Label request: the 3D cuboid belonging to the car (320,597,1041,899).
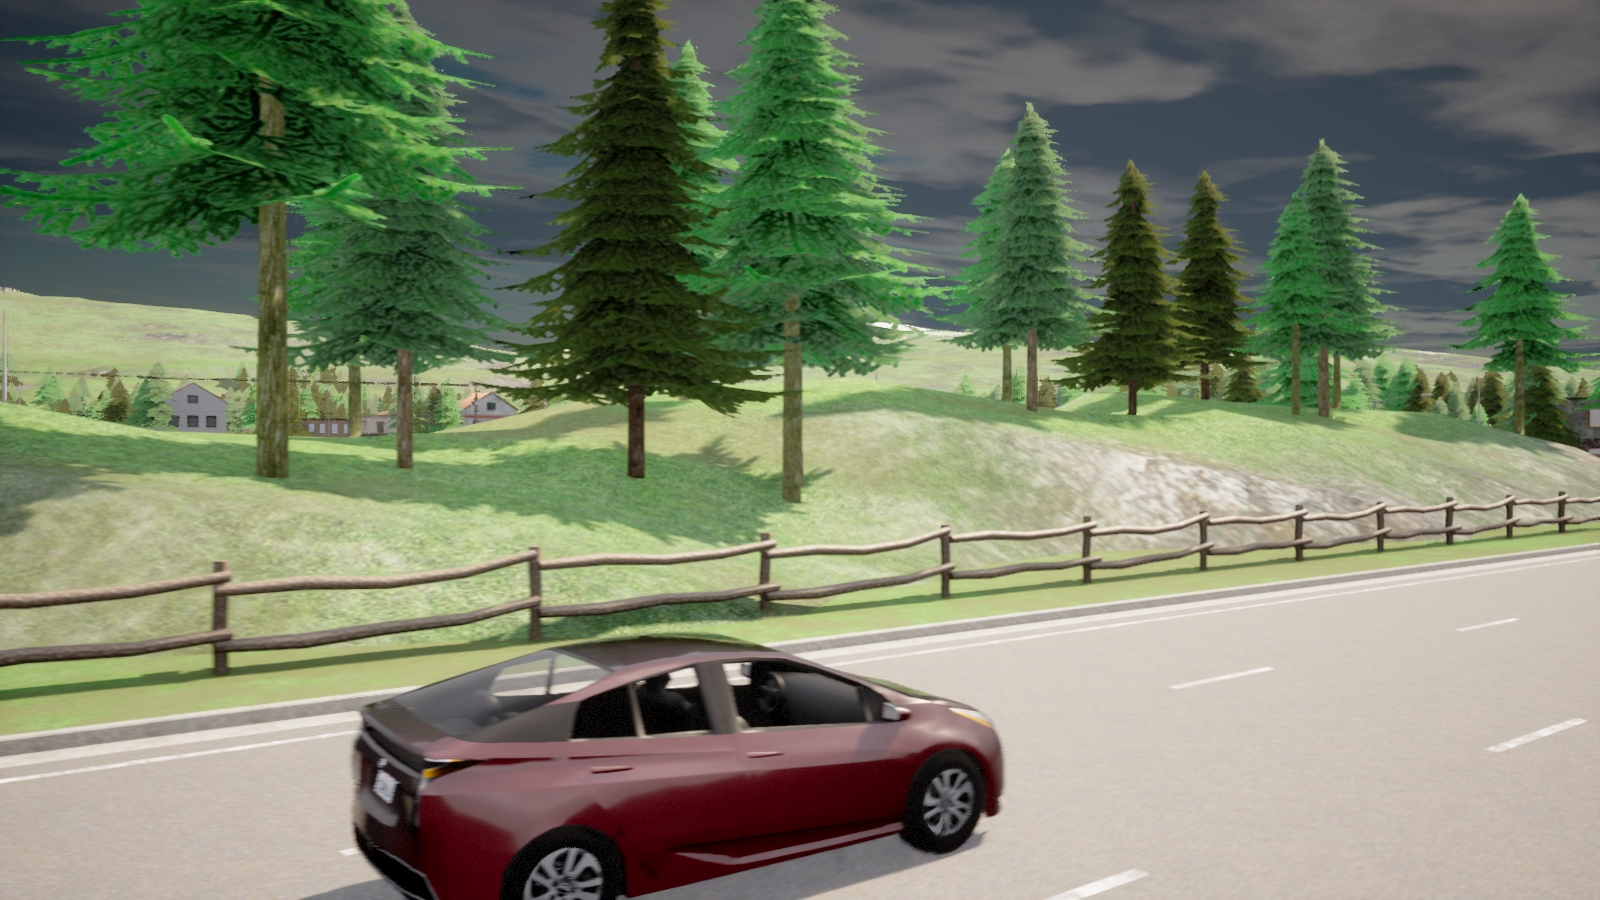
[{"bbox_3d":[-0.669,2.043,7.844,4.514,1.525,2.007,0,0,-35],"label":"car"}]
